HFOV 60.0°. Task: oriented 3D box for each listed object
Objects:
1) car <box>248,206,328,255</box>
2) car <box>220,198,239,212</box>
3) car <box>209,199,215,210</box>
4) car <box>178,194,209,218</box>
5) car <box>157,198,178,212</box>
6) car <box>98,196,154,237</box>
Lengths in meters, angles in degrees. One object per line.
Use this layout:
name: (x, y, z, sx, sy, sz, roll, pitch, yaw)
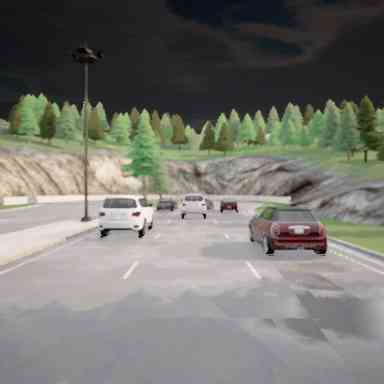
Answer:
car: (3.604, 1.335, 13.307, 2.097, 1.767, 4.553, 0, 0, 0)
car: (4.212, 1.429, 37.459, 1.882, 1.535, 5.008, 0, 0, 7)
car: (1.588, 1.511, 41.424, 1.994, 1.385, 4.181, 0, 0, 12)
car: (0.200, 1.185, 29.712, 2.150, 2.045, 5.566, 0, 0, 1)
car: (-2.721, 1.442, 38.023, 2.128, 1.511, 4.902, 0, 0, 7)
car: (-3.395, 1.198, 17.968, 2.150, 2.045, 5.566, 0, 0, 0)
